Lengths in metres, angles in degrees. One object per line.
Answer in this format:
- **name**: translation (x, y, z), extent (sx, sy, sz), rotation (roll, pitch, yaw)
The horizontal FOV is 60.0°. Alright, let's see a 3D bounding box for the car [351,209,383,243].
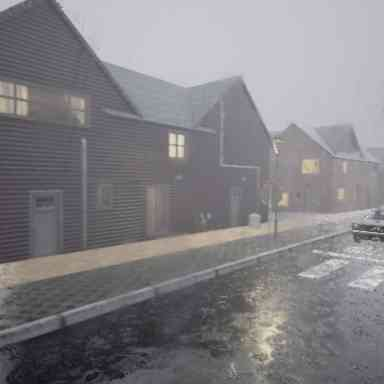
- **car**: translation (8.197, 1.393, 13.777), extent (1.895, 1.301, 4.718), rotation (2, 2, 42)
